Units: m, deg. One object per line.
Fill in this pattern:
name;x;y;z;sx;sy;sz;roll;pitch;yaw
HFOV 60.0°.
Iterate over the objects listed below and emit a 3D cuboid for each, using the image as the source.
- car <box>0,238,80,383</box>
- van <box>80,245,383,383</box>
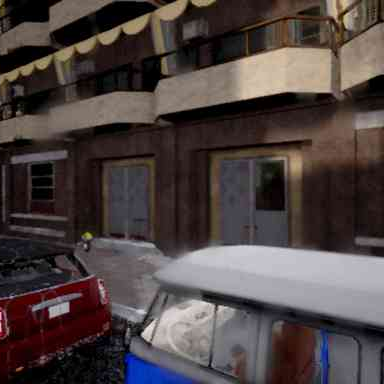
car;-3.183;1.447;5.132;4.097;1.590;1.967;0;0;35
van;1.329;1.337;1.930;3.998;1.788;1.690;0;0;35
